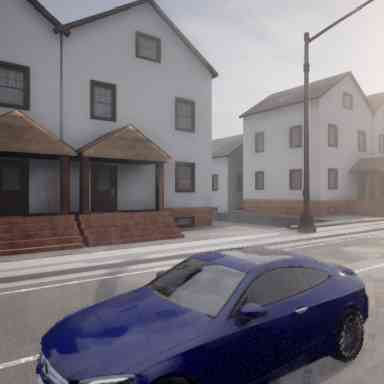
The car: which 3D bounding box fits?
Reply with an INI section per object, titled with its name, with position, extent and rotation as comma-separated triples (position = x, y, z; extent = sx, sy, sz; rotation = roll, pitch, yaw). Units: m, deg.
[car]
position = 0.533, 1.525, 4.370
extent = 4.674, 1.442, 1.812
rotation = 0, 0, -36
